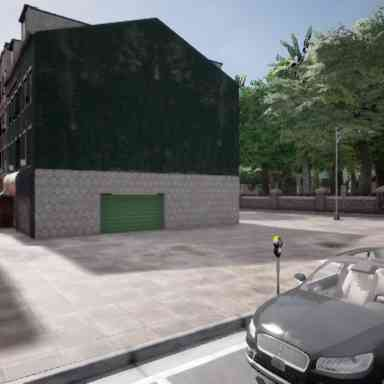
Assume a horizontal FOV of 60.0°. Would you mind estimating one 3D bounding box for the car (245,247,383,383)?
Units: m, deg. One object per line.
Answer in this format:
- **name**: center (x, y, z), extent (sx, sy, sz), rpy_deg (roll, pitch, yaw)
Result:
- **car**: center (2.672, 1.550, 4.717), extent (4.403, 1.369, 2.008), rpy_deg (0, 0, -35)
